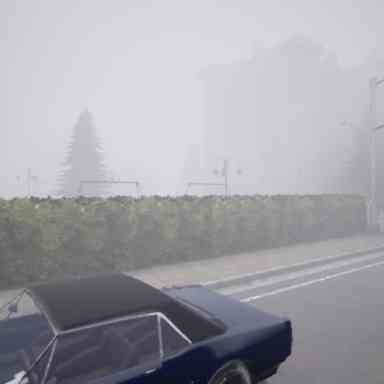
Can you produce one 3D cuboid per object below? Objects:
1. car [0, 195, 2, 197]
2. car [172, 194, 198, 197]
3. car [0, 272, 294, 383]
[{"bbox_3d":[-40.256,1.374,67.276,3.633,1.501,1.845,0,0,-37],"label":"car"},{"bbox_3d":[-0.382,1.207,37.503,2.150,2.045,5.566,0,0,-36],"label":"car"},{"bbox_3d":[-1.275,1.601,3.077,4.718,1.301,1.895,0,0,-35],"label":"car"}]
